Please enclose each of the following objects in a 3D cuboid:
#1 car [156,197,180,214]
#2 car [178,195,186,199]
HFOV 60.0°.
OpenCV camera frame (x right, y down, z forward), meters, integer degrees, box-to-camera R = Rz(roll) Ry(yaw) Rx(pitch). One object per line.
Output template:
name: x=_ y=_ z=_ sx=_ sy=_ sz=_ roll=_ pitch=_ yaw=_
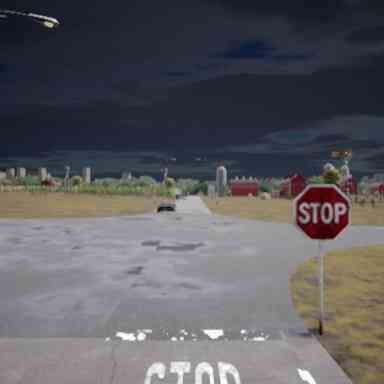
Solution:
car: x=-2.602 y=1.533 z=34.943 sx=1.895 sy=1.301 sz=4.718 roll=0 pitch=0 yaw=1
car: x=-2.215 y=1.244 z=73.901 sx=1.812 sy=1.442 sz=4.674 roll=0 pitch=0 yaw=1
